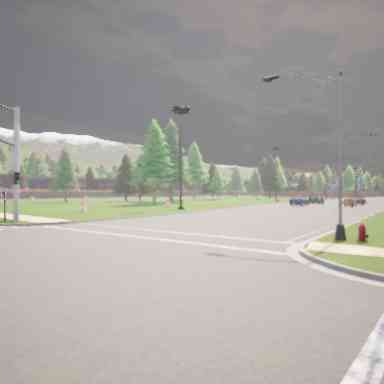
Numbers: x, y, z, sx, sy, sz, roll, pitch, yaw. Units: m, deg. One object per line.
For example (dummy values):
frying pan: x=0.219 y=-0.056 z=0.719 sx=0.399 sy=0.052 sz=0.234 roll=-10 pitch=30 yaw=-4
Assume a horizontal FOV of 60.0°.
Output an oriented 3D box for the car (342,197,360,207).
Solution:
car: x=24.760 y=1.477 z=52.714 sx=1.882 sy=1.535 sz=5.008 roll=0 pitch=0 yaw=35

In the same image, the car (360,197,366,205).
car: x=30.793 y=1.606 z=61.212 sx=1.895 sy=1.301 sz=4.718 roll=0 pitch=0 yaw=35

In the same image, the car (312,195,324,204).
car: x=23.451 y=1.334 z=62.963 sx=2.097 sy=1.767 sz=4.553 roll=0 pitch=0 yaw=35

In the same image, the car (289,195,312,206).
car: x=17.574 y=1.454 z=54.685 sx=1.882 sy=1.535 sz=5.008 roll=0 pitch=0 yaw=35
